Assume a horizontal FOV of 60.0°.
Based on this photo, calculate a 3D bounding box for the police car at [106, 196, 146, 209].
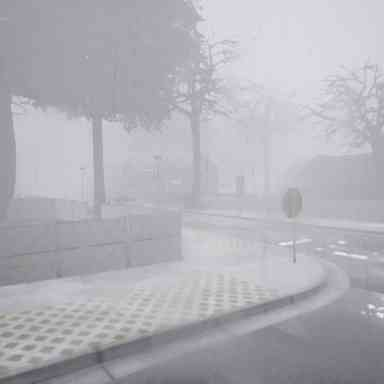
[{"bbox_3d":[-5.687,1.137,28.697,2.038,1.542,4.974,-1,1,-35],"label":"police car"}]
